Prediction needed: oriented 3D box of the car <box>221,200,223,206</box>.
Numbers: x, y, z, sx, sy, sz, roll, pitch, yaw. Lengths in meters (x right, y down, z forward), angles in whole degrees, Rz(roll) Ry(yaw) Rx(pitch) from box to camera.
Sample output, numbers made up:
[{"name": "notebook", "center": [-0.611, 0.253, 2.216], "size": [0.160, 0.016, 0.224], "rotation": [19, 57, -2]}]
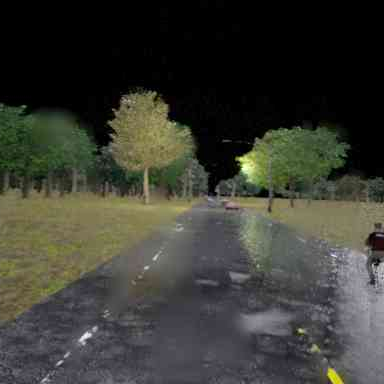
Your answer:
[{"name": "car", "center": [7.349, 2.330, 72.938], "size": [1.882, 1.535, 5.008], "rotation": [2, 0, 3]}]

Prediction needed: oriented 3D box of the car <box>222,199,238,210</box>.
[{"name": "car", "center": [6.468, 2.259, 55.062], "size": [1.994, 1.385, 4.181], "rotation": [2, 0, 3]}]

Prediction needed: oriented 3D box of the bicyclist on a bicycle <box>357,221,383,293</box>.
[{"name": "bicyclist on a bicycle", "center": [4.808, 1.655, 8.836], "size": [0.659, 1.776, 1.843], "rotation": [2, 0, 3]}]
